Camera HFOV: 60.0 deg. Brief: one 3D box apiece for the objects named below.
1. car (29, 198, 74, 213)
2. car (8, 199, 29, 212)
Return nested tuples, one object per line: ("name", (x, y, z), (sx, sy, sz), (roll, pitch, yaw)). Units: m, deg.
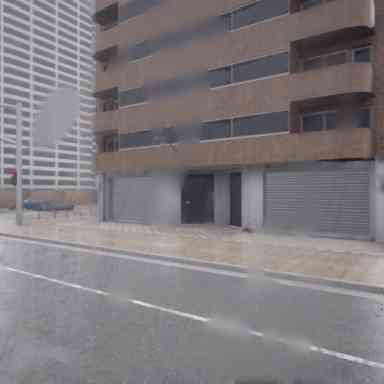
("car", (-15.442, 1.564, 37.274), (1.994, 1.385, 4.181), (0, 0, 35))
("car", (-18.664, 1.477, 38.769), (1.882, 1.535, 5.008), (0, 0, 35))
